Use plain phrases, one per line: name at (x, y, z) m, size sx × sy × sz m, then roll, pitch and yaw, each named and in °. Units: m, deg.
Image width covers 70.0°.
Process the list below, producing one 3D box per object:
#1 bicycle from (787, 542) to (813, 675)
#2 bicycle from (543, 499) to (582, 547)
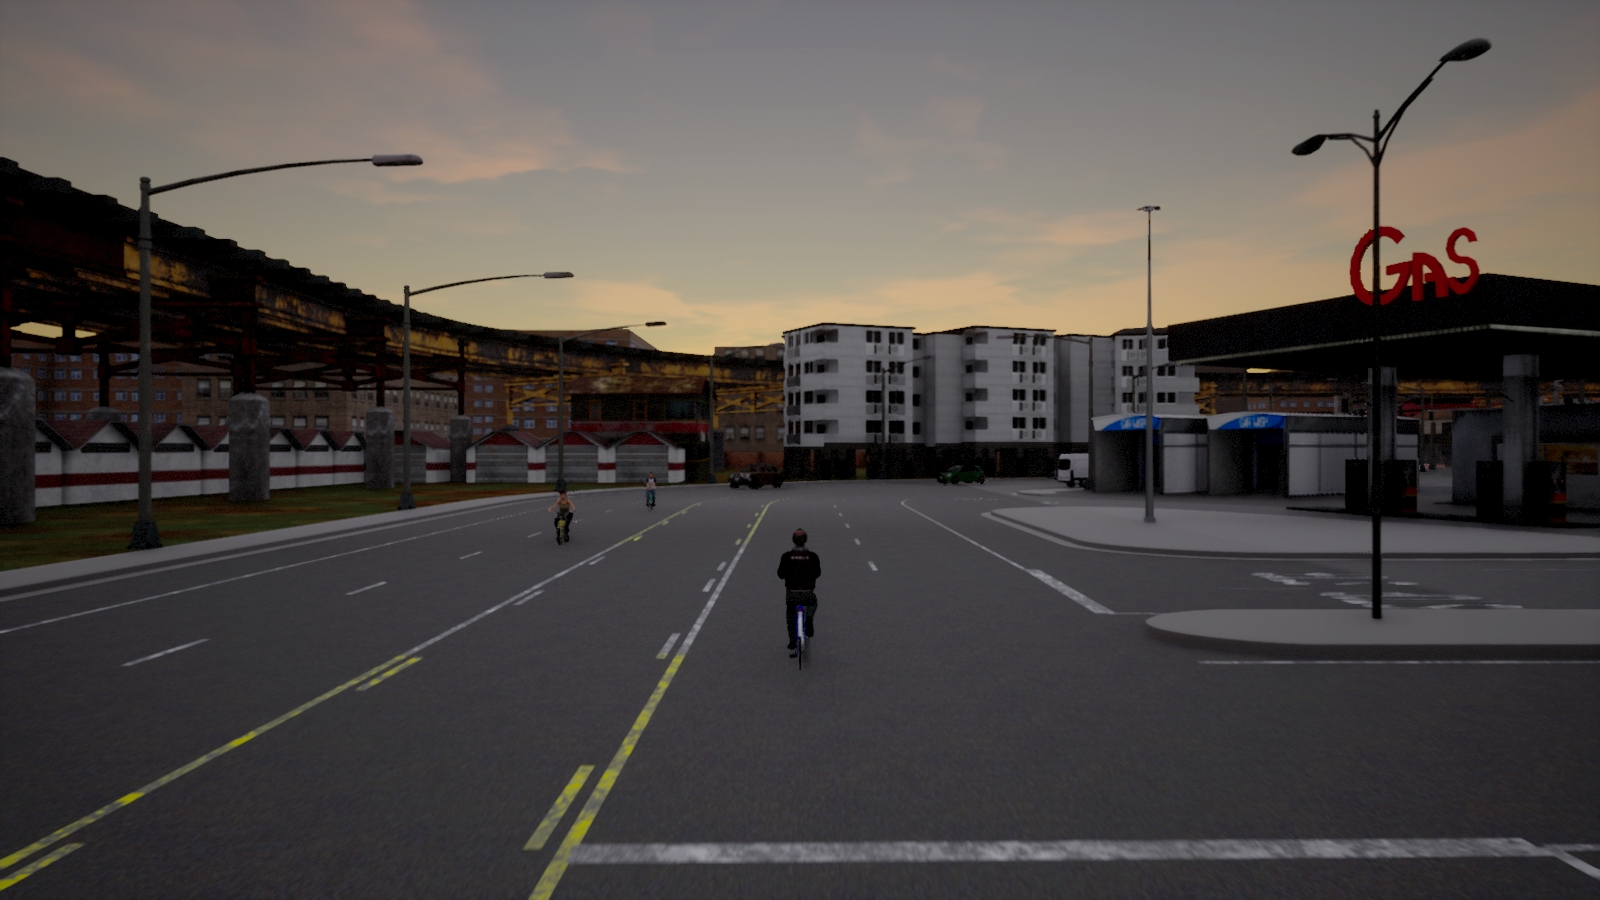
bicycle at (-0.006, 2.048, 15.107) m, size 0.329 × 1.496 × 1.835 m, roll 0°, pitch 0°, yaw 0°
bicycle at (-7.008, 2.145, 33.758) m, size 0.859 × 1.301 × 1.487 m, roll 0°, pitch 0°, yaw 0°
